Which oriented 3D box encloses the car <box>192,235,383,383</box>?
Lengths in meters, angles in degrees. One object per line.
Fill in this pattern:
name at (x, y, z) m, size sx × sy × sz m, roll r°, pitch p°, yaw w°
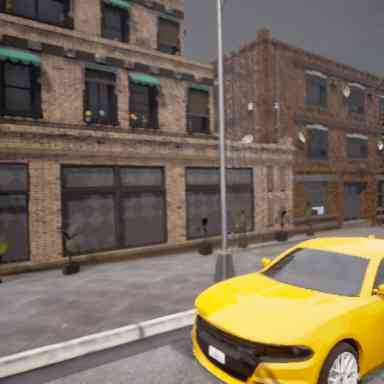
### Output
car at (2.304, 1.475, 5.030) m, size 5.008 × 1.535 × 1.882 m, roll 0°, pitch 0°, yaw -35°
